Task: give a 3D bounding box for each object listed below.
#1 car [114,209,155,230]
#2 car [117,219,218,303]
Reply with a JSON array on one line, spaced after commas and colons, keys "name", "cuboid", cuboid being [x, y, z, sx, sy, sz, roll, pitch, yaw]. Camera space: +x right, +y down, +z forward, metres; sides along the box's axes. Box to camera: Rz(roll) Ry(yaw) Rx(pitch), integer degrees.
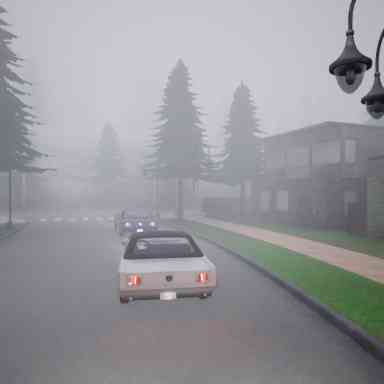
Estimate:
[{"name": "car", "cuboid": [-3.203, 1.601, 18.288, 1.895, 1.301, 4.718, 0, 0, -18]}, {"name": "car", "cuboid": [-0.809, 1.601, 8.239, 1.895, 1.301, 4.718, 0, 0, -10]}]
